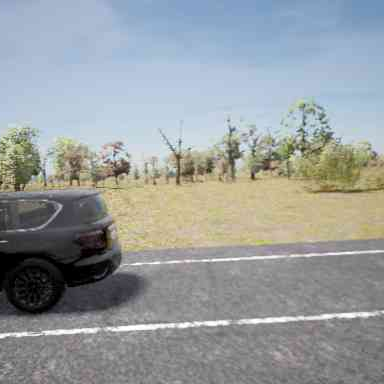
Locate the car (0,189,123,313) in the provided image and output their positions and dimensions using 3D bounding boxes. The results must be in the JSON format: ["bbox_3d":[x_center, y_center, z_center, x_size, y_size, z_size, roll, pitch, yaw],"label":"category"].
[{"bbox_3d":[-4.203,1.049,6.432,5.566,2.045,2.150,-3,3,-2],"label":"car"}]
